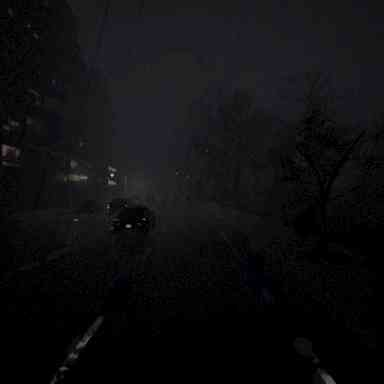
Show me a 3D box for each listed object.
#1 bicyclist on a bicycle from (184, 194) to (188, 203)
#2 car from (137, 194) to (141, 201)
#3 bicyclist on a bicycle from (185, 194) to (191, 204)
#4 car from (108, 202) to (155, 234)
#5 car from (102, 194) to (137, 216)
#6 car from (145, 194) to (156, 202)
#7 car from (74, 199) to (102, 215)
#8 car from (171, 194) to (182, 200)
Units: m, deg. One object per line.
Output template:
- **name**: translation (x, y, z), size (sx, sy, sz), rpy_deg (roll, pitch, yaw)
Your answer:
- **bicyclist on a bicycle**: translation (-1.132, 1.290, 66.247), size (0.659, 1.776, 1.843), rpy_deg (0, 0, -4)
- **car**: translation (-12.569, 1.291, 75.295), size (1.882, 1.535, 5.008), rpy_deg (0, 0, -5)
- **bicyclist on a bicycle**: translation (-0.499, 1.304, 57.193), size (0.659, 1.776, 1.843), rpy_deg (0, 0, -4)
- **car**: translation (-3.183, 1.507, 18.885), size (1.812, 1.442, 4.674), rpy_deg (0, 0, 0)
- **car**: translation (-6.872, 1.321, 32.024), size (2.097, 1.767, 4.553), rpy_deg (0, 0, -2)
- **car**: translation (-9.135, 1.266, 73.414), size (2.097, 1.767, 4.553), rpy_deg (0, 0, -5)
- **car**: translation (-10.149, 1.474, 33.028), size (1.837, 1.490, 4.892), rpy_deg (0, 0, -2)
- **car**: translation (-3.539, 1.270, 83.554), size (1.837, 1.490, 4.892), rpy_deg (0, 0, -6)
